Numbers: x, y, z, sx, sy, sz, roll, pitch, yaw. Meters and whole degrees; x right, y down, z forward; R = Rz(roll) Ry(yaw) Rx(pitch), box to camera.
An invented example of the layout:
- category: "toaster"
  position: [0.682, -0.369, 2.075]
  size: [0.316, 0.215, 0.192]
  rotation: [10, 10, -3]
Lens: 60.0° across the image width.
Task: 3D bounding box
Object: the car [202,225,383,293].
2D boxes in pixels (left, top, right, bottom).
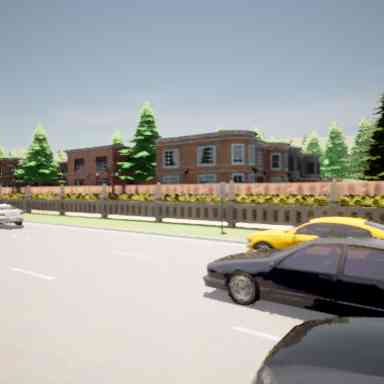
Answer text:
- category: "car"
  position: [2.833, 1.546, 6.269]
  size: [5.357, 1.411, 2.033]
  rotation: [0, 0, 36]

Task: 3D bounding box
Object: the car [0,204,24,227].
- category: "car"
  position: [-12.767, 1.513, 21.689]
  size: [4.674, 1.442, 1.812]
  rotation: [0, 0, 35]

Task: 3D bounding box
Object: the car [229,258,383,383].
- category: "car"
  position: [2.480, 1.564, 2.221]
  size: [4.181, 1.385, 1.994]
  rotation: [0, 0, 36]

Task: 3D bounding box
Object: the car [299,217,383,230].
- category: "car"
  position: [3.981, 1.475, 9.750]
  size: [5.008, 1.535, 1.882]
  rotation: [0, 0, 36]
